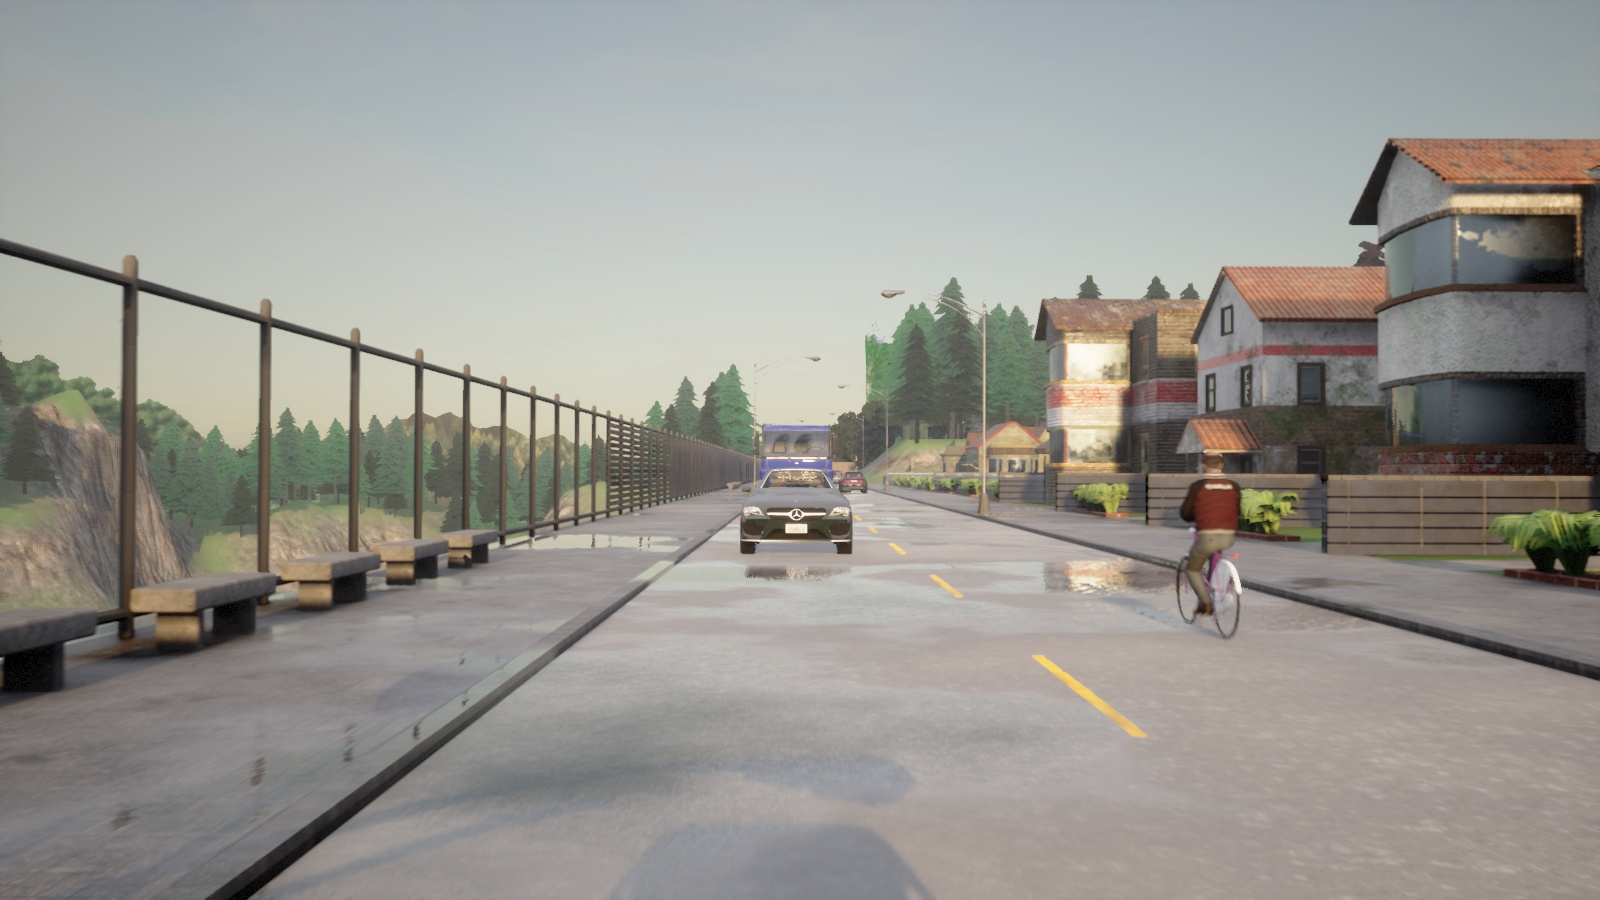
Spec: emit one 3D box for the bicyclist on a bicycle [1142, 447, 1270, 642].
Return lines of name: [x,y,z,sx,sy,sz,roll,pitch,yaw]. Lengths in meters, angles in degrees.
bicyclist on a bicycle: [3.969,0.877,12.427,0.659,1.776,1.843,0,-1,0]

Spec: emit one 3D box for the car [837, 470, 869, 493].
car: [3.781,2.238,90.120,2.033,1.649,4.856,0,-1,0]

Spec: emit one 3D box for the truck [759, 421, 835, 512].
truck: [-0.129,0.698,51.666,2.891,3.462,7.936,0,-1,0]

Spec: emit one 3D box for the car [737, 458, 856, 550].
car: [-0.062,1.017,25.276,2.152,1.651,5.027,0,-1,0]
